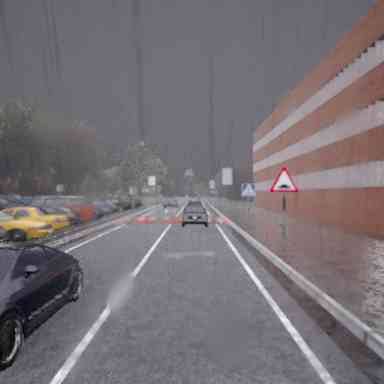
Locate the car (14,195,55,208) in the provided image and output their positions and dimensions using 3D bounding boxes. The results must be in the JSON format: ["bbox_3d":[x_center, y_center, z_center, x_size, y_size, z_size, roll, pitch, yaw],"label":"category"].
[{"bbox_3d":[-21.827,1.355,46.196,4.553,1.767,2.185,0,-1,0],"label":"car"}]

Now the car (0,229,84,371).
[{"bbox_3d":[-3.334,1.582,5.534,1.994,1.385,4.181,0,0,0],"label":"car"}]

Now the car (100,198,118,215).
[{"bbox_3d":[-9.321,1.535,29.323,4.674,1.452,2.002,0,0,0],"label":"car"}]

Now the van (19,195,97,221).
[{"bbox_3d":[-9.436,1.267,23.671,4.442,1.987,1.878,0,0,0],"label":"van"}]

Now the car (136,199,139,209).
[{"bbox_3d":[-9.315,1.534,40.627,4.674,1.452,2.002,0,0,0],"label":"car"}]

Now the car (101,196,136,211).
[{"bbox_3d":[-9.312,1.496,37.799,5.008,1.535,2.097,0,0,0],"label":"car"}]

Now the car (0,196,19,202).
[{"bbox_3d":[-21.897,1.497,37.716,4.892,1.521,2.231,0,0,0],"label":"car"}]

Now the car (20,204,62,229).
[{"bbox_3d":[-9.135,1.486,15.194,5.366,1.575,1.946,0,0,0],"label":"car"}]

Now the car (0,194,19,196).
[{"bbox_3d":[-21.862,1.243,40.416,5.566,2.045,2.435,0,0,0],"label":"car"}]

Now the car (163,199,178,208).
[{"bbox_3d":[-3.010,1.652,48.053,1.994,1.385,4.181,0,0,1],"label":"car"}]

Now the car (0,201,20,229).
[{"bbox_3d":[-9.352,1.362,12.369,4.553,1.767,2.185,0,0,0],"label":"car"}]

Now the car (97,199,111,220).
[{"bbox_3d":[-9.290,1.523,26.497,4.792,1.488,2.163,0,0,0],"label":"car"}]

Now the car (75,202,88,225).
[{"bbox_3d":[-9.317,1.531,20.846,4.674,1.452,2.002,0,0,0],"label":"car"}]

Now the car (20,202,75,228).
[{"bbox_3d":[-9.505,1.487,18.020,5.366,1.575,1.946,0,0,0],"label":"car"}]

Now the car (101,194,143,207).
[{"bbox_3d":[-9.288,1.240,43.452,5.566,2.045,2.435,0,0,0],"label":"car"}]

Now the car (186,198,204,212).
[{"bbox_3d":[0.350,1.572,41.599,2.128,1.511,4.902,0,0,1],"label":"car"}]

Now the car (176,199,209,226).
[{"bbox_3d":[0.202,1.510,23.753,2.033,1.411,5.357,0,4,0],"label":"car"}]

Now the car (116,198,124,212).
[{"bbox_3d":[-9.315,1.536,32.149,4.674,1.452,2.002,0,0,0],"label":"car"}]
